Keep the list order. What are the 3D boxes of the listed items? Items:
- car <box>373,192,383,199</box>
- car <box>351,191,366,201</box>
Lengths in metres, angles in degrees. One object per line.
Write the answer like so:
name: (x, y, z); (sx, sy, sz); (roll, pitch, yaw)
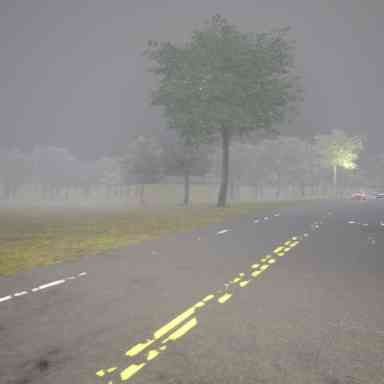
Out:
car: (39.137, 0.828, 68.730); (2.033, 1.411, 5.357); (2, 1, 28)
car: (30.362, 0.618, 60.442); (2.097, 1.767, 4.553); (2, 1, 33)
